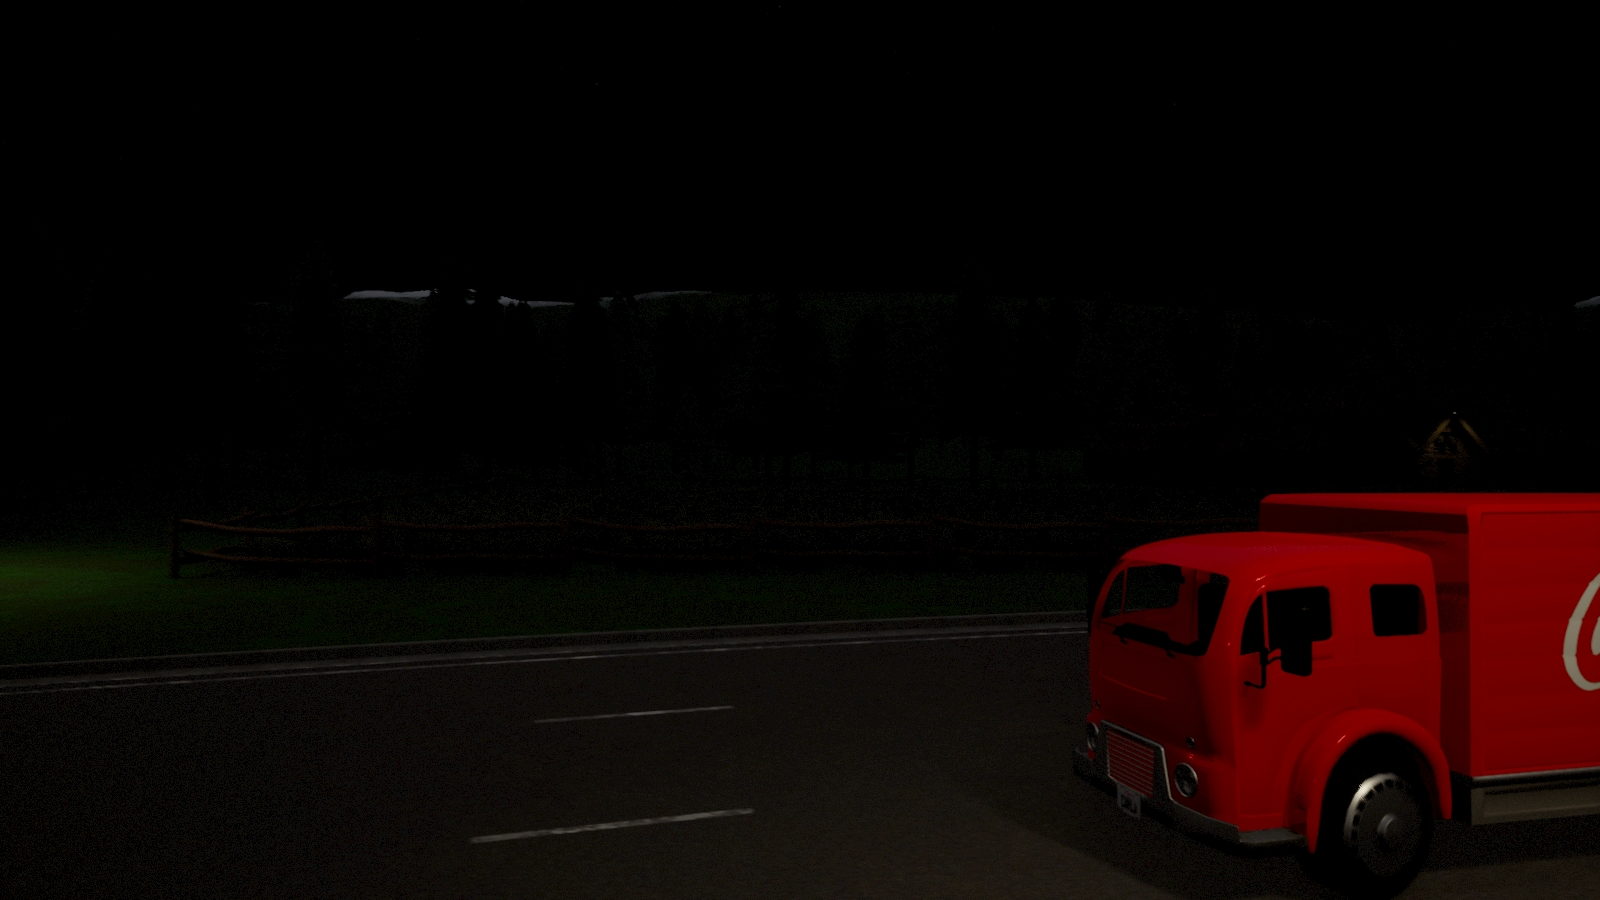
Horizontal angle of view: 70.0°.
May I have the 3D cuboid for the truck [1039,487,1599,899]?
[{"bbox_3d":[4.743,1.564,8.436,5.204,2.467,2.627,0,0,-15],"label":"truck"}]
